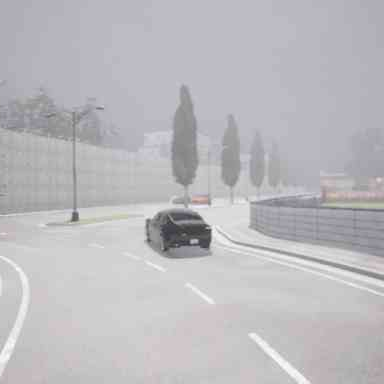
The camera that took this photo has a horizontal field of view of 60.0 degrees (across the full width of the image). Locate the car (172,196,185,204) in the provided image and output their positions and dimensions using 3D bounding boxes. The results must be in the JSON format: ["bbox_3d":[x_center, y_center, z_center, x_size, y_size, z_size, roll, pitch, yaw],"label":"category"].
[{"bbox_3d":[-1.637,1.367,56.302,2.128,1.511,4.902,-1,0,27],"label":"car"}]

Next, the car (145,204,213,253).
[{"bbox_3d":[-0.705,1.478,13.836,1.837,1.490,4.892,-1,0,-19],"label":"car"}]

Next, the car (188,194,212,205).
[{"bbox_3d":[1.488,1.179,54.740,2.097,1.767,4.553,-1,0,27],"label":"car"}]
